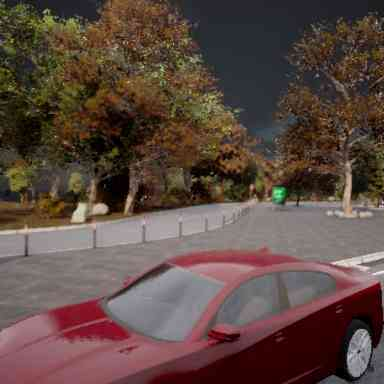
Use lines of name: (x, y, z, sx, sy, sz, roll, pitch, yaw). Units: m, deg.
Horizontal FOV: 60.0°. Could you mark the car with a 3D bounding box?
car: (0.280, 1.481, 3.875, 5.008, 1.535, 1.882, 0, 0, -35)
